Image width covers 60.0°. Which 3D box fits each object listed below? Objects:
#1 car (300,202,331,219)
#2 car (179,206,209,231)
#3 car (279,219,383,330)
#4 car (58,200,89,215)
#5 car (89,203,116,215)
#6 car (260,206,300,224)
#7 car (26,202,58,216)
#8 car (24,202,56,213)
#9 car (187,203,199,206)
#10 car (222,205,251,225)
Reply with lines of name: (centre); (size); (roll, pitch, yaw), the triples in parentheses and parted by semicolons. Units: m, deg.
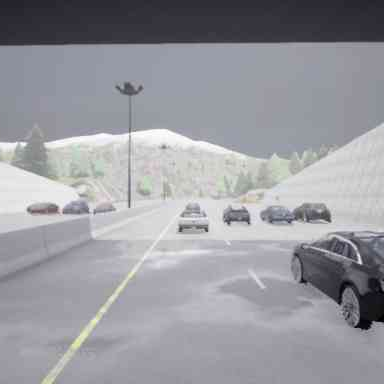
car: (10.610, 1.725, 29.770); (2.097, 1.767, 4.553); (0, -1, 0)
car: (0.108, 1.882, 22.408); (1.895, 1.301, 4.718); (0, -1, 0)
car: (3.601, 1.581, 7.062); (2.128, 1.511, 4.902); (0, -1, 0)
car: (-14.066, 1.858, 40.482); (2.097, 1.767, 4.553); (0, -1, 0)
car: (-10.566, 2.031, 40.430); (1.812, 1.442, 4.674); (0, -1, 0)
car: (7.110, 1.902, 28.234); (2.033, 1.411, 5.357); (0, -1, 0)
car: (-17.568, 1.977, 39.909); (1.882, 1.535, 5.008); (0, -1, 0)
car: (-21.029, 2.127, 46.340); (2.033, 1.411, 5.357); (0, -1, 1)
car: (0.114, 2.035, 38.914); (2.033, 1.411, 5.357); (0, -1, 0)
car: (3.609, 1.837, 27.456); (2.128, 1.511, 4.902); (0, -1, 0)
